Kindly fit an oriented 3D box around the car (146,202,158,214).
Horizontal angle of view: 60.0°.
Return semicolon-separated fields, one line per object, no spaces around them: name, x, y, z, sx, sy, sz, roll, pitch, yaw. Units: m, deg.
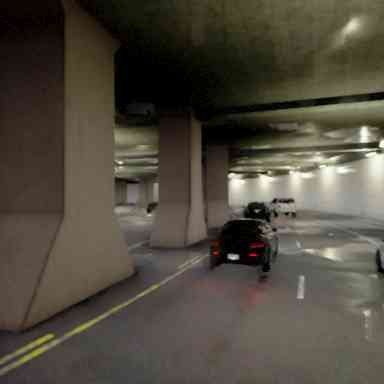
car;-4.556;1.978;41.504;1.812;1.442;4.674;0;-1;-2

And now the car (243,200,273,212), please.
car;5.556;1.645;29.204;2.097;1.767;4.553;0;-1;7

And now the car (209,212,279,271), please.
car;1.863;1.641;11.358;1.812;1.442;4.674;0;-1;18

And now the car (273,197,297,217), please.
car;9.573;1.568;35.508;2.150;2.045;5.566;0;-1;3

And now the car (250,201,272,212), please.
car;9.509;1.986;46.223;1.812;1.442;4.674;0;-1;-4

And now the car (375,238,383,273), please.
car;5.749;1.594;7.935;1.812;1.442;4.674;0;-1;19
